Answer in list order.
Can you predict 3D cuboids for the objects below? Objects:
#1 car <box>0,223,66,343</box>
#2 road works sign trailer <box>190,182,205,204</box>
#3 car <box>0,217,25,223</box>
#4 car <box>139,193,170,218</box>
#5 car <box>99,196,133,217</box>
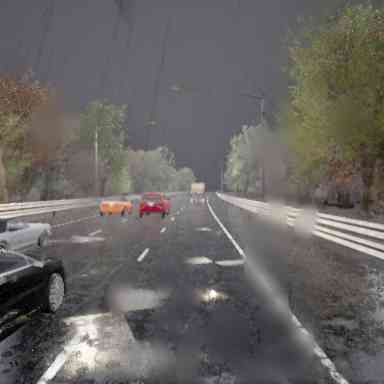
[{"bbox_3d":[-3.387,1.470,4.631,2.128,1.511,4.902,0,0,0],"label":"car"},{"bbox_3d":[0.984,0.164,56.942,2.380,3.560,2.880,0,0,3],"label":"road works sign trailer"},{"bbox_3d":[-6.836,1.546,11.807,1.895,1.301,4.718,0,0,1],"label":"car"},{"bbox_3d":[-3.163,1.081,28.769,2.150,2.045,5.566,0,0,1],"label":"car"},{"bbox_3d":[-6.583,1.170,29.446,2.097,1.767,4.553,1,-2,1],"label":"car"}]
